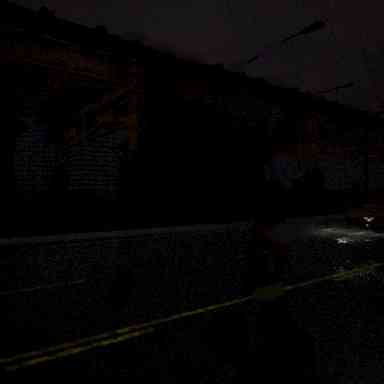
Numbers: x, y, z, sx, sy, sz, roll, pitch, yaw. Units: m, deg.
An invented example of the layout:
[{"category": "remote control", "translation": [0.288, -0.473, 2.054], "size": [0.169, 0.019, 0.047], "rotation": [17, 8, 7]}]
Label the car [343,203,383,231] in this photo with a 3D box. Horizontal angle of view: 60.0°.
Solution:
[{"category": "car", "translation": [11.346, 1.477, 20.633], "size": [5.008, 1.535, 1.882], "rotation": [0, 0, -35]}]
